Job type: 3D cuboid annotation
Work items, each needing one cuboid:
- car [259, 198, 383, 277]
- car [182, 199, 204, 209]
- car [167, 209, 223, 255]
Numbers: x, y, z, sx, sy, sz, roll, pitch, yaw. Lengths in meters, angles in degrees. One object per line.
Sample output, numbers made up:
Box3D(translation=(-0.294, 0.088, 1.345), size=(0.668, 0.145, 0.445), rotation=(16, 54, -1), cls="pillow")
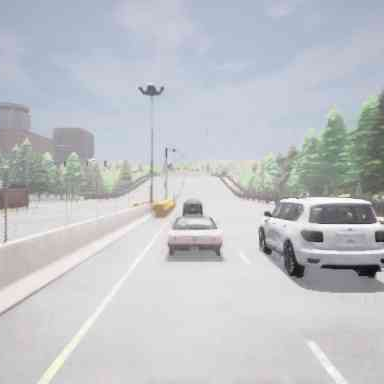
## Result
Box3D(translation=(3.593, 1.185, 10.224), size=(2.150, 2.045, 5.566), rotation=(0, 0, 0), cls="car")
Box3D(translation=(0.078, 1.383, 31.424), size=(1.882, 1.535, 5.008), rotation=(0, 0, 0), cls="car")
Box3D(translation=(0.093, 1.561, 13.114), size=(1.895, 1.301, 4.718), rotation=(0, 0, 0), cls="car")
